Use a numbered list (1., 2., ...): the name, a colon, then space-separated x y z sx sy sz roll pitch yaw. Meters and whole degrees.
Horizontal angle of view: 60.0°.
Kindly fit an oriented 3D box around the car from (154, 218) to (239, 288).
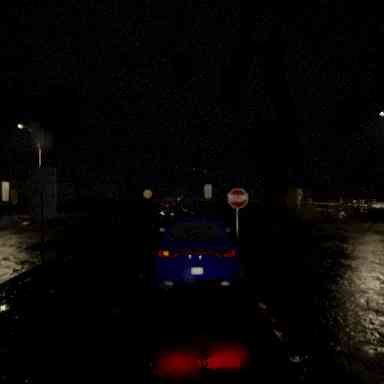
1. car: 0.088 1.440 9.153 1.882 1.535 5.008 0 0 0

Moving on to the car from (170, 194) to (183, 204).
1. car: -2.826 1.108 52.978 2.097 1.767 4.553 0 0 0

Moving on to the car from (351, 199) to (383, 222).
1. car: 14.757 1.404 23.854 5.357 1.411 2.033 0 1 6

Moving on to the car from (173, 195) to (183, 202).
1. car: -2.760 1.273 67.979 1.895 1.301 4.718 0 0 0

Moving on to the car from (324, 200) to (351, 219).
1. car: 13.148 1.320 26.637 4.892 1.490 1.837 0 1 3

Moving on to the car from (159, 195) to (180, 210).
1. car: -2.843 1.382 40.626 1.994 1.385 4.181 0 0 0
